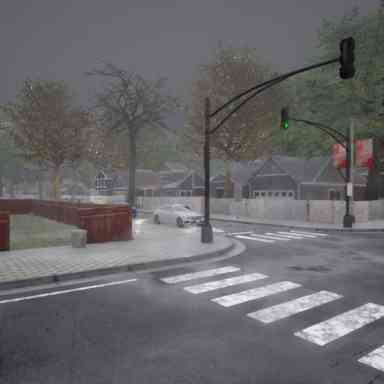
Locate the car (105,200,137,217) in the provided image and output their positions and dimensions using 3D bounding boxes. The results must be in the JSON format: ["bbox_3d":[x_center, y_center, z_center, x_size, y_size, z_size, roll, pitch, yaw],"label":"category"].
[{"bbox_3d":[-6.828,1.513,30.824,1.882,1.535,5.008,0,0,-36],"label":"car"}]

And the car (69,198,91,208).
[{"bbox_3d":[-16.699,1.654,49.611,1.994,1.385,4.181,0,0,-35],"label":"car"}]

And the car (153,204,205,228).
[{"bbox_3d":[-0.990,1.547,22.655,1.812,1.442,4.674,0,0,-36],"label":"car"}]

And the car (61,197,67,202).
[{"bbox_3d":[-22.359,1.600,57.419,2.128,1.511,4.902,0,0,-36],"label":"car"}]

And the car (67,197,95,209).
[{"bbox_3d":[-12.816,1.530,39.205,1.882,1.535,5.008,0,0,-35],"label":"car"}]
